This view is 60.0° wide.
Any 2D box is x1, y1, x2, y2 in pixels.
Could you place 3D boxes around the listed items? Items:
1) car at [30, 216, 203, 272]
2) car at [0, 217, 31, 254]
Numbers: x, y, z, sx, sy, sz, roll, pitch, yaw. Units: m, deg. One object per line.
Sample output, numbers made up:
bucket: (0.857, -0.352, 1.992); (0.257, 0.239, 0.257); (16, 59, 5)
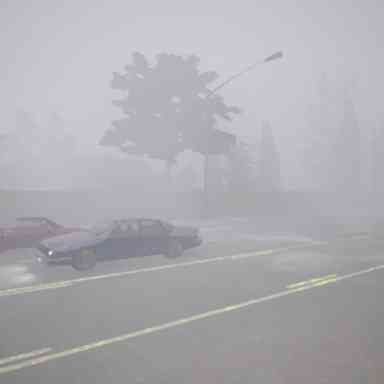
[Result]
car: (-2.169, 1.540, 11.043); (5.357, 1.411, 2.033); (0, 0, -36)
car: (-6.416, 1.598, 12.314); (4.718, 1.301, 1.895); (0, 0, -35)
